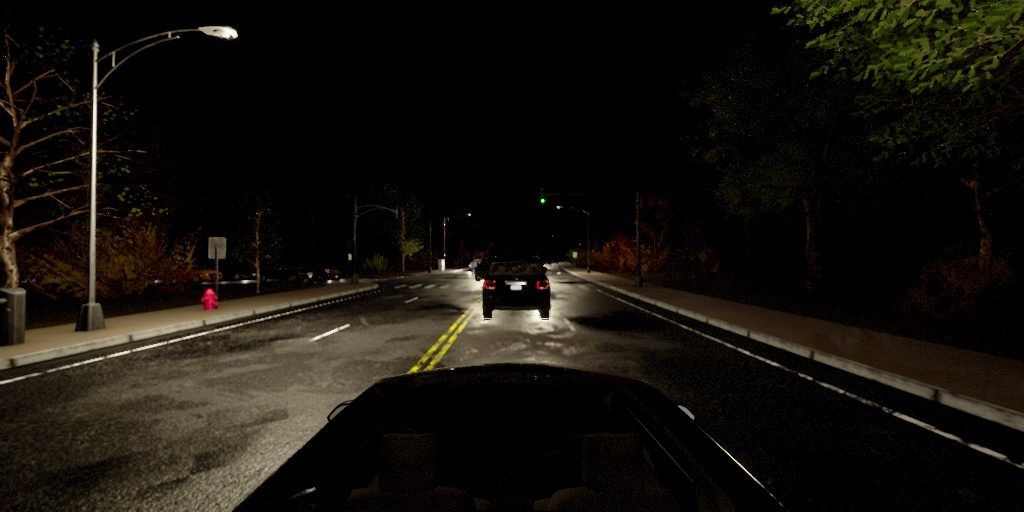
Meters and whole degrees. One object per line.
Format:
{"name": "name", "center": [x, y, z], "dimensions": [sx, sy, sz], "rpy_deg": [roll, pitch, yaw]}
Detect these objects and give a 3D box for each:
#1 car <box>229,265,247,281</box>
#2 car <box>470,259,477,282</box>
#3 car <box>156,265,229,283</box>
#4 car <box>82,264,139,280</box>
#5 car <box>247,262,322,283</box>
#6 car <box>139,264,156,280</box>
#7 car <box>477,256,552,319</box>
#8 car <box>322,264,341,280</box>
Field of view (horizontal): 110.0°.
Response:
{"name": "car", "center": [-27.740, 1.650, 35.589], "dimensions": [4.892, 1.490, 1.837], "rpy_deg": [-1, -1, 10]}
{"name": "car", "center": [-1.387, 1.068, 27.540], "dimensions": [2.150, 2.045, 5.566], "rpy_deg": [0, 0, -18]}
{"name": "car", "center": [-28.925, 1.588, 32.493], "dimensions": [5.008, 1.535, 1.882], "rpy_deg": [-1, -1, 10]}
{"name": "car", "center": [-38.927, 1.724, 34.218], "dimensions": [4.892, 1.490, 1.837], "rpy_deg": [0, -1, 10]}
{"name": "car", "center": [-19.564, 1.496, 30.888], "dimensions": [4.902, 1.511, 2.128], "rpy_deg": [-1, -1, 10]}
{"name": "car", "center": [-37.744, 1.607, 37.314], "dimensions": [4.553, 1.767, 2.097], "rpy_deg": [-1, -1, 10]}
{"name": "car", "center": [0.166, 1.020, 13.147], "dimensions": [2.150, 2.045, 5.566], "rpy_deg": [0, 0, 1]}
{"name": "car", "center": [-18.737, 1.394, 34.071], "dimensions": [4.553, 1.767, 2.097], "rpy_deg": [-1, -1, 9]}
